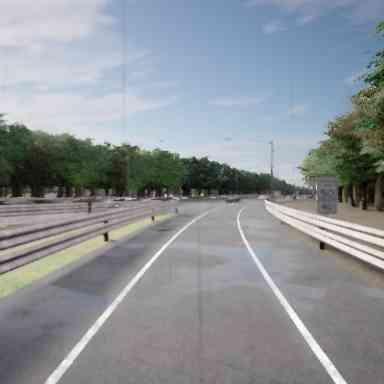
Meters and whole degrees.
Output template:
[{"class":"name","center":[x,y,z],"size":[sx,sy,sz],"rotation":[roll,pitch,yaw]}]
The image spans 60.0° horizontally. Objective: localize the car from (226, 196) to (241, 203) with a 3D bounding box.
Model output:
[{"class":"car","center":[8.761,1.627,70.356],"size":[2.033,1.411,5.357],"rotation":[0,0,27]}]

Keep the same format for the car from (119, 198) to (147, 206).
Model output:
[{"class":"car","center":[-6.911,1.475,40.474],"size":[1.812,1.442,4.674],"rotation":[1,0,29]}]
